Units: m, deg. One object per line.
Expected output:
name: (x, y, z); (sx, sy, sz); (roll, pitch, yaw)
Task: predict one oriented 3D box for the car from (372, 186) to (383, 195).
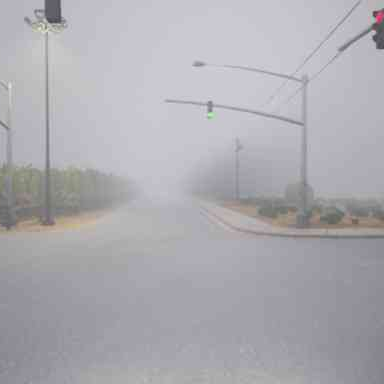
car: (42.508, -0.246, 75.547); (1.905, 1.878, 3.866); (9, 8, 41)
